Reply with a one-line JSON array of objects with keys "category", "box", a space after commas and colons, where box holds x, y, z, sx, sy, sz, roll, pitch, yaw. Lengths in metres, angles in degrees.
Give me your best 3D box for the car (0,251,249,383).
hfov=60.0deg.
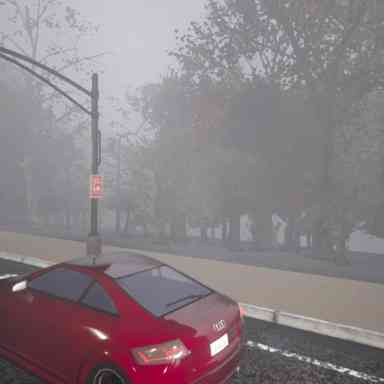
[{"category": "car", "box": [-1.347, 1.563, 4.641, 4.181, 1.385, 1.994, 0, 0, 35]}]
